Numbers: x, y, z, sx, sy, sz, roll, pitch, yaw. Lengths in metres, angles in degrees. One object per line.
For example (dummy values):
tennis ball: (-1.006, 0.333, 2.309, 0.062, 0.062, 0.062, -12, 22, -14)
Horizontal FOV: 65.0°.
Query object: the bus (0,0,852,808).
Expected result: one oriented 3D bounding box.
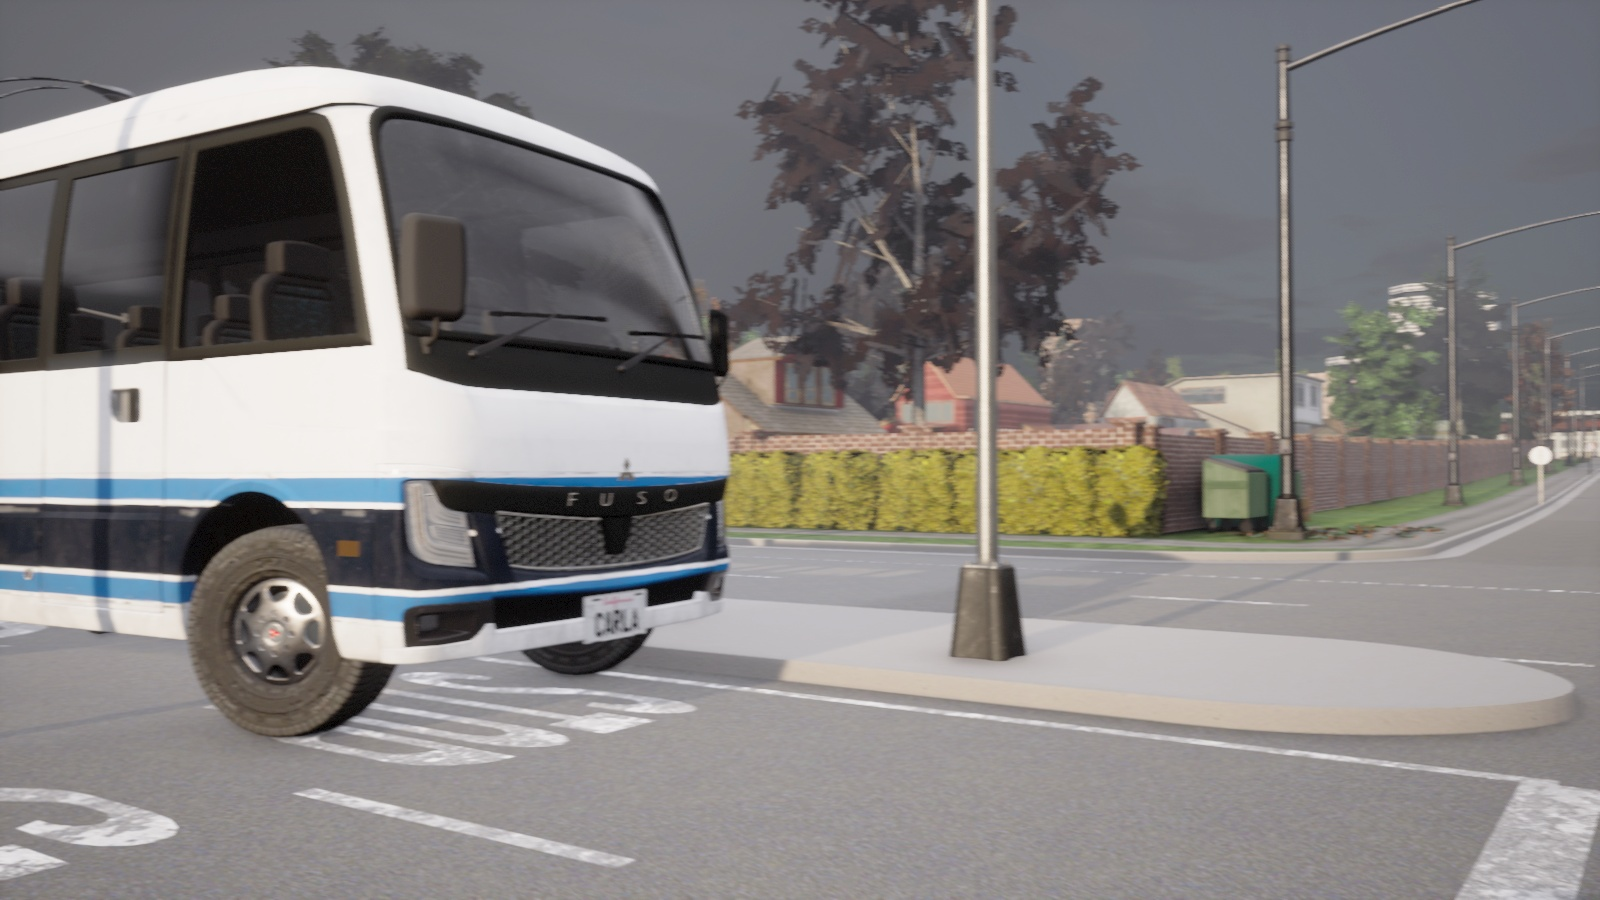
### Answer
bus: (-5.069, -0.318, 10.240, 10.273, 4.253, 3.944, -1, -1, 30)
